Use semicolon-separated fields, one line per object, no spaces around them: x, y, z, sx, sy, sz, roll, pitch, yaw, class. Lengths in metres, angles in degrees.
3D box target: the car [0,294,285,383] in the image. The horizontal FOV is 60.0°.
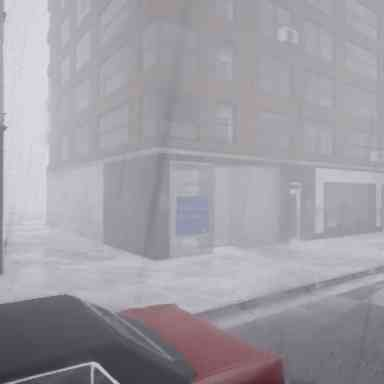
-1.602;1.600;2.233;4.718;1.301;1.895;0;0;-36;car
